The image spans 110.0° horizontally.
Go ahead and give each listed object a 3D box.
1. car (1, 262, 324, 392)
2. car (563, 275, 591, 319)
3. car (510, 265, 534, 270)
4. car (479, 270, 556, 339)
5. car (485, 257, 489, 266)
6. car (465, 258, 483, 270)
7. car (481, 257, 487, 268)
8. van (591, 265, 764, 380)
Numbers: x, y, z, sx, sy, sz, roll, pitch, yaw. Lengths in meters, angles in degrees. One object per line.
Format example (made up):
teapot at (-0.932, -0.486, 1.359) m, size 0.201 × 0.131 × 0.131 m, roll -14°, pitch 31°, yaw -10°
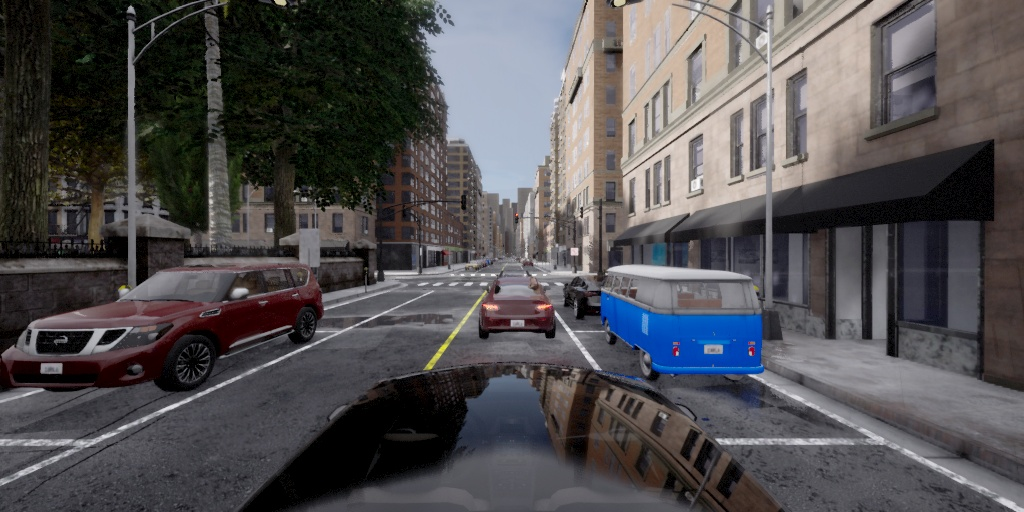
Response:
car at (-5.657, 1.064, 6.923) m, size 2.192 × 1.841 × 5.009 m, roll 0°, pitch 0°, yaw 0°
car at (2.881, 1.313, 12.604) m, size 1.948 × 1.339 × 4.313 m, roll 0°, pitch 0°, yaw 0°
car at (0.114, 1.345, 18.807) m, size 1.895 × 1.301 × 4.718 m, roll 0°, pitch 0°, yaw -1°
car at (0.124, 1.274, 9.985) m, size 1.812 × 1.442 × 4.674 m, roll 0°, pitch 0°, yaw 0°
car at (-5.533, 1.265, 61.513) m, size 1.888 × 1.381 × 4.507 m, roll 0°, pitch 0°, yaw 0°
car at (-5.558, 1.248, 50.442) m, size 1.751 × 1.417 × 4.829 m, roll 0°, pitch 0°, yaw 0°
car at (-5.545, 1.272, 56.062) m, size 2.007 × 1.370 × 4.403 m, roll 0°, pitch 0°, yaw 0°
van at (2.868, 1.090, 6.944) m, size 1.690 × 1.789 × 3.998 m, roll 0°, pitch 0°, yaw 0°
